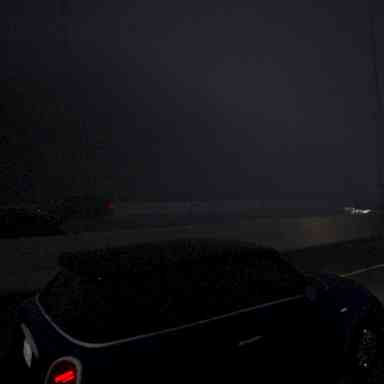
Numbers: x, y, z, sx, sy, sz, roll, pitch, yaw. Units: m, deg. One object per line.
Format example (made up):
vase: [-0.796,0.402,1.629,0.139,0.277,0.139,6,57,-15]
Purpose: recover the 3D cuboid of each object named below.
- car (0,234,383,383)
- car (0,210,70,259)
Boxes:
car: [0.360,1.353,4.006,4.553,1.767,2.097,0,0,-36]
car: [-7.095,1.512,11.827,4.892,1.490,1.837,0,0,-36]
